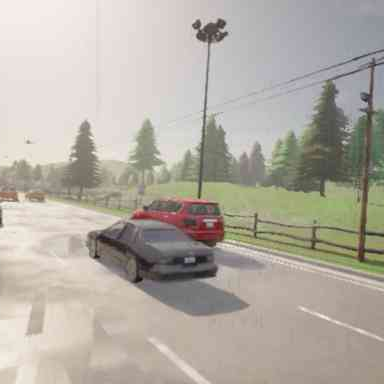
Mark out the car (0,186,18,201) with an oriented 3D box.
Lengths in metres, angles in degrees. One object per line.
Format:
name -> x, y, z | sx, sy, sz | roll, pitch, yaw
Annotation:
car -> -23.208, 0.096, 41.767 | 2.097, 1.767, 4.553 | 4, 0, -34

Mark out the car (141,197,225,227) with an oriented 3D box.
car -> -0.811, 1.268, 14.995 | 2.150, 2.045, 5.566 | 4, 0, -34

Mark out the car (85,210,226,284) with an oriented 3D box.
car -> -1.449, 1.516, 9.656 | 2.033, 1.411, 5.357 | 4, 0, -34

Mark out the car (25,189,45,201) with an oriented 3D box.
car -> -21.452, 0.363, 45.391 | 1.882, 1.535, 5.008 | 4, 0, -34

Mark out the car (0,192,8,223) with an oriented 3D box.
car -> -11.732, 0.873, 18.620 | 1.812, 1.442, 4.674 | 4, 0, -34
